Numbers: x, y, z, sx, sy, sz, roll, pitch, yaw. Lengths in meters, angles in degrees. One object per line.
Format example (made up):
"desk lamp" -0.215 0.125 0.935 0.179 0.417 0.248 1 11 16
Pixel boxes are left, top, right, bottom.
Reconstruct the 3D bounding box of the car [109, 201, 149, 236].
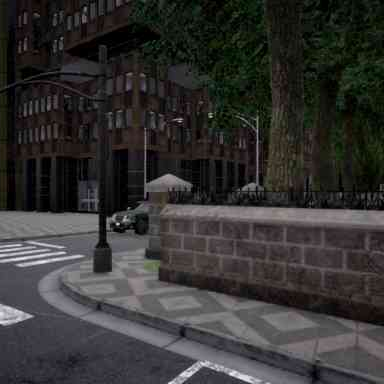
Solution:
"car" -2.699 1.574 21.532 2.150 2.045 5.566 0 -1 35
